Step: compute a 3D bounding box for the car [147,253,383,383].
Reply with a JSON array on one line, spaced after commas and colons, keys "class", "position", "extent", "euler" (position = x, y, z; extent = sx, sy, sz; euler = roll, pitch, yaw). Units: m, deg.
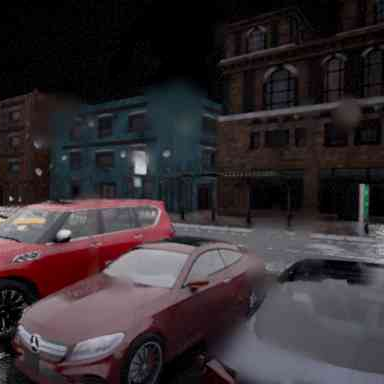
[{"class": "car", "position": [1.958, 1.510, 3.785], "extent": [2.163, 1.488, 4.792], "euler": [0, 0, 35]}]

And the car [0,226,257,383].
[{"class": "car", "position": [-0.325, 1.510, 5.381], "extent": [2.002, 1.452, 4.674], "euler": [0, 0, 35]}]

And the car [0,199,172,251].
[{"class": "car", "position": [-2.608, 1.204, 6.971], "extent": [2.435, 2.045, 5.566], "euler": [0, 0, 35]}]
